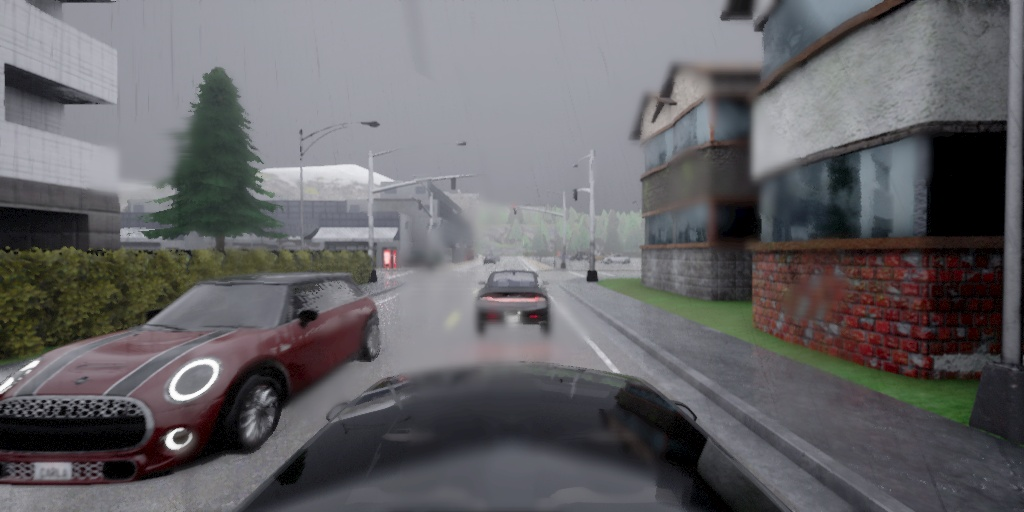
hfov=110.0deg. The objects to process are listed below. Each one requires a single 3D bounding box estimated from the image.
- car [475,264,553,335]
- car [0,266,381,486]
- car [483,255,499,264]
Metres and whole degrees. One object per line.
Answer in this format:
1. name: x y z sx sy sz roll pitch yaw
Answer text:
1. car: 0.056 1.142 10.160 2.128 1.511 4.902 0 1 0
2. car: -3.588 1.062 5.042 2.097 1.767 4.553 0 1 0
3. car: -3.565 0.695 57.292 1.895 1.301 4.718 0 1 0
